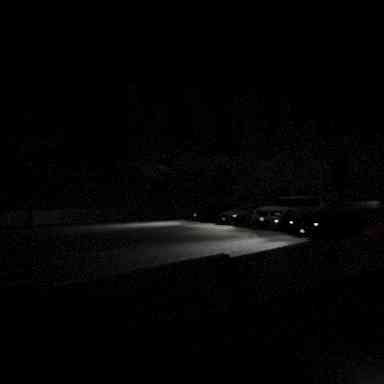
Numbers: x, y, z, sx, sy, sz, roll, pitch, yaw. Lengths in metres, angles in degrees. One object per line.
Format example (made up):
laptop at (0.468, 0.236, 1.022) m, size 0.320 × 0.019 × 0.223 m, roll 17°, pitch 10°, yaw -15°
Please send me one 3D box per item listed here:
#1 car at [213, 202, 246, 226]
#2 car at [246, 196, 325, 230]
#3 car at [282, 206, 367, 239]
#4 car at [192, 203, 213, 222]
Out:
car at (4.077, 1.574, 24.076) m, size 4.674 × 1.442 × 1.812 m, roll 0°, pitch 0°, yaw -35°
car at (6.414, 1.273, 21.447) m, size 5.566 × 2.045 × 2.150 m, roll 1°, pitch 0°, yaw -35°
car at (7.273, 1.645, 17.764) m, size 4.718 × 1.301 × 1.895 m, roll 0°, pitch 0°, yaw -35°
car at (2.233, 1.541, 27.062) m, size 4.902 × 1.511 × 2.128 m, roll 0°, pitch 0°, yaw -35°
